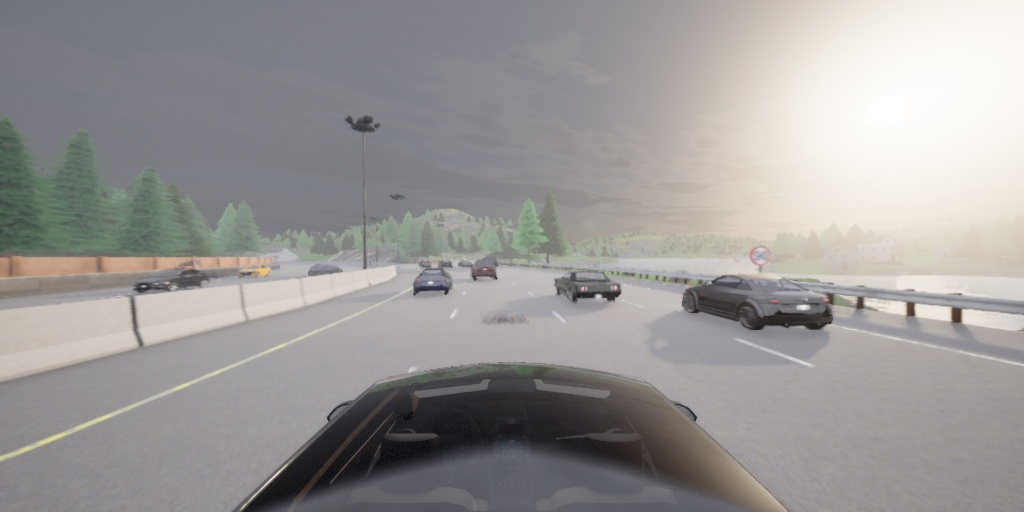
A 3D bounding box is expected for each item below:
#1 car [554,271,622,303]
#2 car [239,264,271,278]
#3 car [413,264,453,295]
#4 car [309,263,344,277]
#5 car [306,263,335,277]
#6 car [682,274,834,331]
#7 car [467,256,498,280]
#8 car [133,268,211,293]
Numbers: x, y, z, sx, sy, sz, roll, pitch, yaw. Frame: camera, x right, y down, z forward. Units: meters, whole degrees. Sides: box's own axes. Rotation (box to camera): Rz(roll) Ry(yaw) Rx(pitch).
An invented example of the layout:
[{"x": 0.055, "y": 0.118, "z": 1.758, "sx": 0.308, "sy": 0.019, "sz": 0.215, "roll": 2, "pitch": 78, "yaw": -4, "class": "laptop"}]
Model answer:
[{"x": 3.199, "y": 1.306, "z": 16.278, "sx": 1.895, "sy": 1.301, "sz": 4.718, "roll": -1, "pitch": 0, "yaw": -5, "class": "car"}, {"x": -29.979, "y": 1.738, "z": 41.916, "sx": 1.882, "sy": 1.535, "sz": 5.008, "roll": -1, "pitch": 0, "yaw": -16, "class": "car"}, {"x": -4.509, "y": 1.388, "z": 20.859, "sx": 1.994, "sy": 1.385, "sz": 4.181, "roll": -1, "pitch": 0, "yaw": -7, "class": "car"}, {"x": -17.317, "y": 1.568, "z": 33.804, "sx": 2.033, "sy": 1.411, "sz": 5.357, "roll": -1, "pitch": 0, "yaw": -11, "class": "car"}, {"x": -23.202, "y": 1.608, "z": 43.654, "sx": 2.128, "sy": 1.511, "sz": 4.902, "roll": -1, "pitch": 0, "yaw": -16, "class": "car"}, {"x": 6.890, "y": 1.212, "z": 10.627, "sx": 1.994, "sy": 1.385, "sz": 4.181, "roll": -1, "pitch": 0, "yaw": -3, "class": "car"}, {"x": -2.656, "y": 1.150, "z": 32.405, "sx": 2.097, "sy": 1.767, "sz": 4.553, "roll": -1, "pitch": 0, "yaw": -10, "class": "car"}, {"x": -22.705, "y": 1.603, "z": 24.178, "sx": 1.837, "sy": 1.490, "sz": 4.892, "roll": -1, "pitch": 0, "yaw": -8, "class": "car"}]
